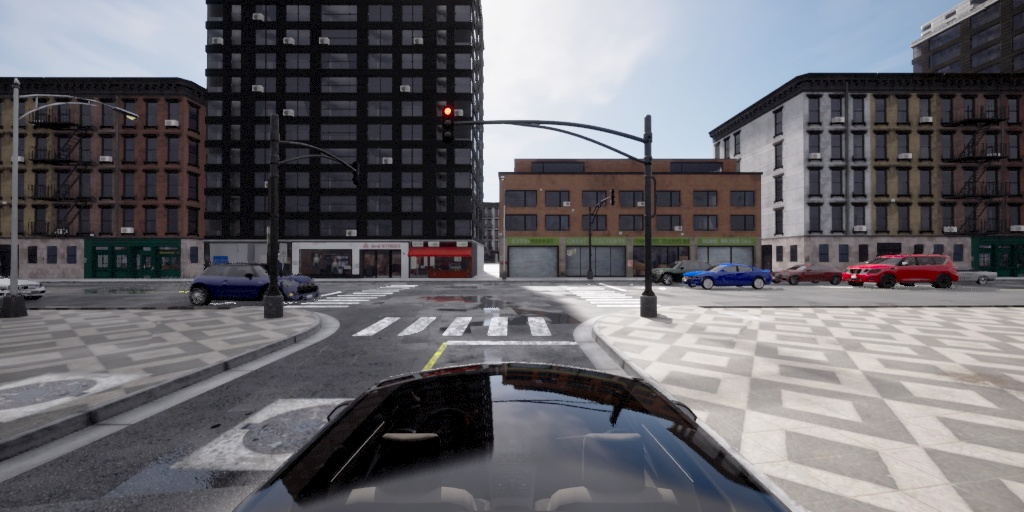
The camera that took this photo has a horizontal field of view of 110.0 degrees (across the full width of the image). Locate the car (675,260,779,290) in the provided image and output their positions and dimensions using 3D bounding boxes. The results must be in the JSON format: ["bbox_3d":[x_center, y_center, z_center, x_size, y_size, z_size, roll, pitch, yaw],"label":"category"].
[{"bbox_3d":[13.105,1.213,22.043,5.008,1.535,1.882,0,0,-2],"label":"car"}]

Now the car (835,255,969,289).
[{"bbox_3d":[23.816,0.937,22.085,5.566,2.045,2.150,0,0,0],"label":"car"}]

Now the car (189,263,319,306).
[{"bbox_3d":[-10.567,1.076,14.918,4.553,1.767,2.097,0,0,4],"label":"car"}]

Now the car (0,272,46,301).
[{"bbox_3d":[-22.966,1.276,15.242,4.674,1.442,1.812,0,0,0],"label":"car"}]

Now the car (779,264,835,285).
[{"bbox_3d":[20.794,1.272,25.312,4.674,1.442,1.812,0,0,0],"label":"car"}]

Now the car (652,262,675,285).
[{"bbox_3d":[11.967,1.117,25.301,4.553,1.767,2.097,0,0,0],"label":"car"}]

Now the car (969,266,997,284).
[{"bbox_3d":[30.783,1.327,25.347,4.718,1.301,1.895,0,0,0],"label":"car"}]
